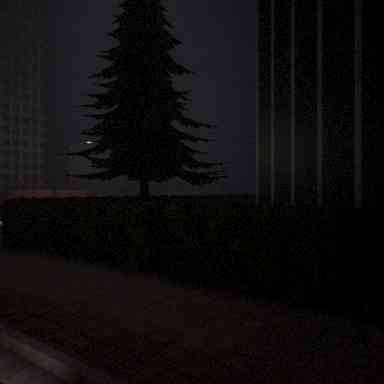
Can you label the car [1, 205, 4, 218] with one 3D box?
[{"bbox_3d":[-13.118,1.560,28.389,1.837,1.490,4.892,0,0,36],"label":"car"}]
